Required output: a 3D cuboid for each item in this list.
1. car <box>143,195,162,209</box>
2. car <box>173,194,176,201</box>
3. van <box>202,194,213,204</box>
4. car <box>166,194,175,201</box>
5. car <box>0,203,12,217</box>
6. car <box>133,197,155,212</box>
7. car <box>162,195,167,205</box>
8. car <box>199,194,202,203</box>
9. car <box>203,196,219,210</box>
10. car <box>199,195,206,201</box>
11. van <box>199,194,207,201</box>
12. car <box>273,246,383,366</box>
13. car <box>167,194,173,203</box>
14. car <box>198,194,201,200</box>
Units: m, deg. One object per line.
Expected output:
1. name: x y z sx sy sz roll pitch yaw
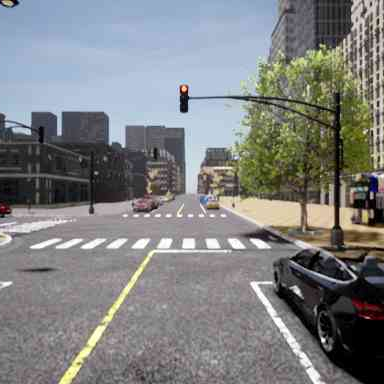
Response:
1. car: -5.674 1.341 43.839 2.192 1.841 5.009 0 0 0
2. car: -5.666 1.602 82.696 2.008 1.369 4.403 0 0 0
3. van: 2.708 1.371 49.391 1.690 1.788 3.998 0 0 0
4. car: -5.663 1.370 88.248 2.192 1.841 5.009 0 0 0
5. car: -17.261 1.386 27.294 4.507 1.381 1.887 1 -1 -1
6. car: -5.677 1.605 38.288 1.802 1.307 4.206 0 0 0
7. car: -5.672 1.584 54.942 2.008 1.369 4.403 0 0 0
8. car: 2.709 1.587 60.493 2.008 1.369 4.403 0 0 0
9. car: 2.705 1.552 44.009 1.752 1.417 4.829 0 0 0
10. car: 2.717 1.581 88.418 1.752 1.417 4.829 0 0 0
11. van: 2.716 1.392 82.697 1.690 1.788 3.998 0 0 0
12. car: 2.696 1.569 5.810 1.947 1.339 4.313 0 0 0
13. car: -5.668 1.569 71.425 1.752 1.417 4.829 0 0 0
14. car: 2.712 1.610 71.595 1.947 1.339 4.313 0 0 0
